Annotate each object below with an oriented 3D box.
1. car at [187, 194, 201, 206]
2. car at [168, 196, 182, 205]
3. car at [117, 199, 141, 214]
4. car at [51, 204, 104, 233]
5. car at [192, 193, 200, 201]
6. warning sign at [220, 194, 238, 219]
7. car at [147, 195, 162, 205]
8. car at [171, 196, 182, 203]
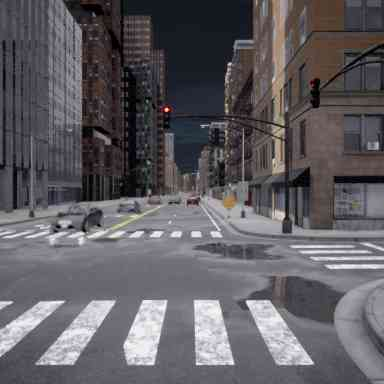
[{"bbox_3d":[0.100,1.493,54.838,1.882,1.535,5.008,0,0,0],"label":"car"},{"bbox_3d":[-3.151,1.619,59.379,1.895,1.301,4.718,0,0,0],"label":"car"},{"bbox_3d":[-6.601,1.532,35.200,1.812,1.442,4.674,0,0,0],"label":"car"},{"bbox_3d":[-6.598,1.495,19.647,2.128,1.511,4.902,0,0,0],"label":"car"},{"bbox_3d":[0.975,1.268,85.682,2.150,2.045,5.566,0,0,0],"label":"car"},{"bbox_3d":[2.853,1.118,25.648,1.300,1.860,1.060,0,0,0],"label":"warning sign"},{"bbox_3d":[-6.517,1.368,58.132,2.097,1.767,4.553,0,0,0],"label":"car"},{"bbox_3d":[-3.154,1.573,69.638,2.033,1.411,5.357,0,0,0],"label":"car"}]
